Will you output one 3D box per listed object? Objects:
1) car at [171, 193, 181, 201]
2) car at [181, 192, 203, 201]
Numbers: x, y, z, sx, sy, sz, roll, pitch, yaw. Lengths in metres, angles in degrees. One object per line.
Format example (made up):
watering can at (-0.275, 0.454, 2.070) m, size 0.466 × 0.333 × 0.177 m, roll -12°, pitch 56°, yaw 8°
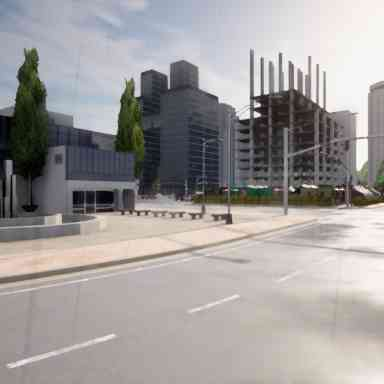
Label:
car at (-2.358, 1.144, 76.680) m, size 1.905 × 1.878 × 3.866 m, roll 0°, pitch 0°, yaw 37°
car at (-0.060, 1.383, 74.919) m, size 1.970 × 1.475 × 3.806 m, roll 0°, pitch 0°, yaw 37°
